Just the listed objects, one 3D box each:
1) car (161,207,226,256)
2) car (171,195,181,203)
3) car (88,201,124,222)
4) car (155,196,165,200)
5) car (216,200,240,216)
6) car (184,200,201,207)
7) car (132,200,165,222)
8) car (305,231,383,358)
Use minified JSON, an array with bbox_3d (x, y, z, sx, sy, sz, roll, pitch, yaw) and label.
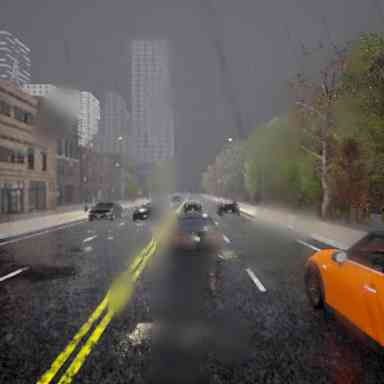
[{"bbox_3d":[0.098,1.535,13.037,2.033,1.411,5.357,0,0,0],"label":"car"},{"bbox_3d":[-3.271,1.402,68.058,1.882,1.535,5.008,0,0,0],"label":"car"},{"bbox_3d":[-6.602,1.478,25.875,1.837,1.490,4.892,0,0,0],"label":"car"},{"bbox_3d":[-6.521,1.465,68.057,2.033,1.411,5.357,0,0,0],"label":"car"},{"bbox_3d":[3.340,1.459,31.362,2.128,1.511,4.902,0,0,0],"label":"car"},{"bbox_3d":[0.088,1.561,37.725,1.895,1.301,4.718,0,0,0],"label":"car"},{"bbox_3d":[-3.352,1.537,25.679,1.994,1.385,4.181,0,0,0],"label":"car"},{"bbox_3d":[3.348,1.347,4.930,2.097,1.767,4.553,0,0,0],"label":"car"}]
